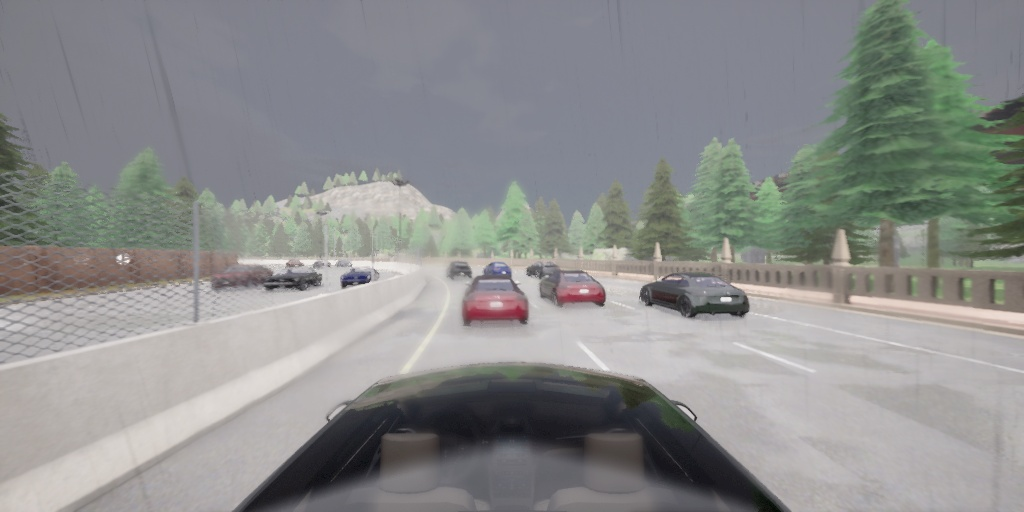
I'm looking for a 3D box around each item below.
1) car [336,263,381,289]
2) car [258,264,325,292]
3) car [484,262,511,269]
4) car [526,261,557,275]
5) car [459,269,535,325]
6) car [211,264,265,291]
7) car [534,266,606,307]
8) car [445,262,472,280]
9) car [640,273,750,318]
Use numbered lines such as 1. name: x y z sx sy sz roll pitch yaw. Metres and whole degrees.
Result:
1. car: -9.918 1.357 23.715 1.895 1.301 4.718 0 0 -14
2. car: -12.992 1.369 21.574 1.895 1.301 4.718 0 0 -13
3. car: -1.352 1.245 32.510 1.812 1.442 4.674 0 0 -17
4. car: 2.642 1.199 31.370 2.128 1.511 4.902 0 0 -16
5. car: -0.617 1.304 11.865 1.994 1.385 4.181 0 0 -5
6. car: -16.918 1.257 22.787 1.882 1.535 5.008 0 0 -15
7. car: 2.447 1.291 15.438 1.994 1.385 4.181 0 0 -8
8. car: -4.735 1.236 31.686 1.837 1.490 4.892 0 0 -17
9. car: 6.300 1.281 12.860 1.994 1.385 4.181 0 0 -5
